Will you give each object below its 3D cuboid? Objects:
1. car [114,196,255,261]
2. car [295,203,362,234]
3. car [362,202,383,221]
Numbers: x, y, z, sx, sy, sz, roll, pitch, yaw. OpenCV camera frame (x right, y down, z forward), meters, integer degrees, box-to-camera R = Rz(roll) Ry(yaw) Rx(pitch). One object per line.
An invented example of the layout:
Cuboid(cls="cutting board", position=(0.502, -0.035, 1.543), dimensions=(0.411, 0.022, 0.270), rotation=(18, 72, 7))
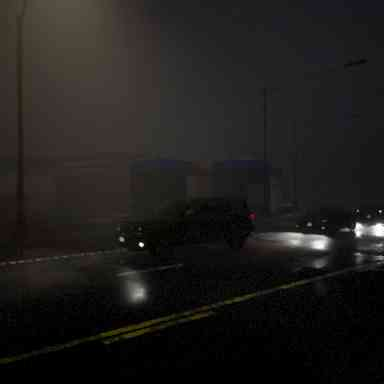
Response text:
Cuboid(cls="car", position=(-0.073, 1.196, 12.600), dimensions=(5.566, 2.045, 2.150), rotation=(0, 0, -36))
Cuboid(cls="car", position=(7.552, 1.486, 18.630), dimensions=(4.181, 1.385, 1.994), rotation=(0, 0, -43))
Cuboid(cls="car", position=(14.114, 1.471, 26.241), dimensions=(1.895, 1.301, 4.718), rotation=(0, 0, 32))
